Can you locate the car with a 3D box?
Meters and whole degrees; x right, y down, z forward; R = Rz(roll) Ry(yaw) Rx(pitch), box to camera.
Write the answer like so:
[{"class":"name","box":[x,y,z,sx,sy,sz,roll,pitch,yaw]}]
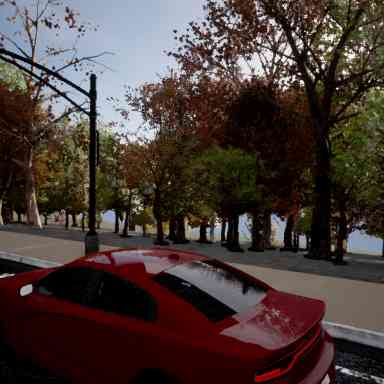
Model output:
[{"class":"car","box":[-0.876,1.477,4.302,5.008,1.535,1.882,0,0,35]}]
